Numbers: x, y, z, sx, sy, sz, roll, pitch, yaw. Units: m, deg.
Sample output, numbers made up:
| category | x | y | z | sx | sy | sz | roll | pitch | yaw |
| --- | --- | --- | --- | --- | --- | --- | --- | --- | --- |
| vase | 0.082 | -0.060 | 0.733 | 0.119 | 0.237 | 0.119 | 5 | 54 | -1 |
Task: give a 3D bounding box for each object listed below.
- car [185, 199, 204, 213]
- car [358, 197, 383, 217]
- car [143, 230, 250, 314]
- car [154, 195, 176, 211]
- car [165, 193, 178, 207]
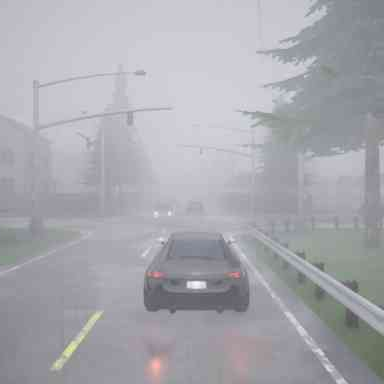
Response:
| category | x | y | z | sx | sy | sz | roll | pitch | yaw |
| --- | --- | --- | --- | --- | --- | --- | --- | --- | --- |
| car | 0.302 | 1.472 | 36.647 | 2.128 | 1.511 | 4.902 | 0 | 0 | 0 |
| car | 16.076 | 1.193 | 26.003 | 5.566 | 2.045 | 2.150 | 0 | 0 | 0 |
| car | 0.098 | 1.560 | 7.705 | 1.994 | 1.385 | 4.181 | 0 | 0 | 1 |
| car | -3.412 | 1.456 | 41.553 | 1.882 | 1.535 | 5.008 | 0 | 0 | 0 |
| car | -3.362 | 1.194 | 52.210 | 2.150 | 2.045 | 5.566 | 0 | 0 | 0 |
